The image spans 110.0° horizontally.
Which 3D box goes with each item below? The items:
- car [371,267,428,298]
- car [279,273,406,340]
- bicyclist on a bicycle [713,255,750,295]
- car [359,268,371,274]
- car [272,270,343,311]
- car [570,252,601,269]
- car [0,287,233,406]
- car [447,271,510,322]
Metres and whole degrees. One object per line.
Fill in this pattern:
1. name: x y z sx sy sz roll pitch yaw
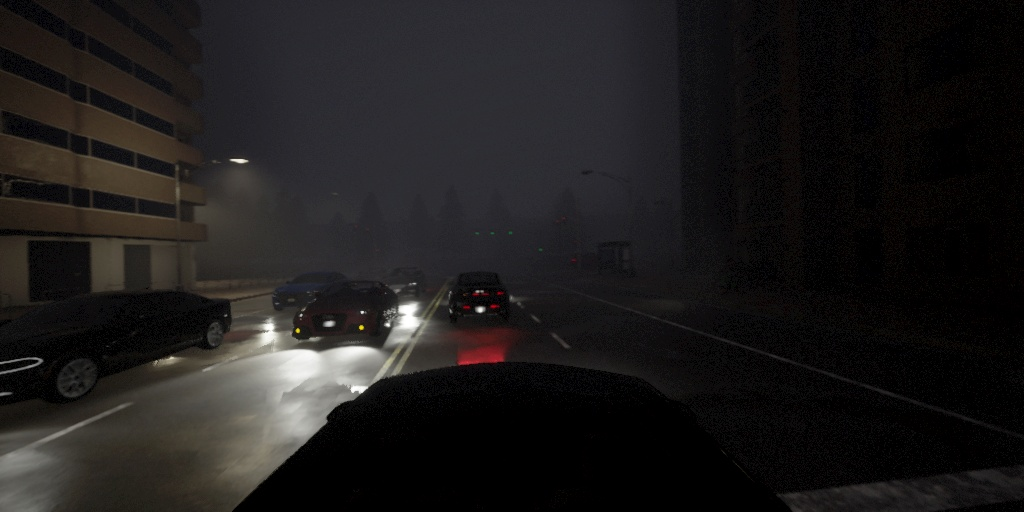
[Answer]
1. car: -5.685 1.360 19.263 2.128 1.511 4.902 -2 0 -7
2. car: -4.564 1.419 10.441 1.994 1.385 4.181 -2 0 -7
3. bicyclist on a bicycle: 9.019 0.788 14.726 1.656 1.620 0.582 -1 0 -7
4. car: -10.063 1.536 26.239 1.994 1.385 4.181 -2 0 -7
5. car: -8.829 1.435 16.301 1.882 1.535 5.008 -2 0 -7
6. car: 10.005 0.572 44.767 5.566 2.045 2.150 -1 0 -8
7. car: -7.626 1.420 6.809 1.882 1.535 5.008 -2 0 -9
8. car: -1.172 1.266 12.521 1.837 1.490 4.892 -1 0 -6
